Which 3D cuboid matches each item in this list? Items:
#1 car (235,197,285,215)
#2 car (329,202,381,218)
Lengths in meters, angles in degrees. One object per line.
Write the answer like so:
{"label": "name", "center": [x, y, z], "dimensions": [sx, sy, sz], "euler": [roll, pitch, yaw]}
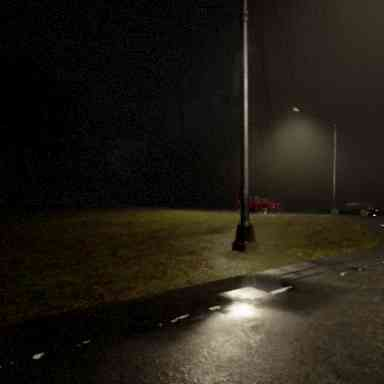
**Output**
{"label": "car", "center": [6.087, 1.218, 30.207], "dimensions": [1.882, 1.535, 5.008], "euler": [3, -2, -35]}
{"label": "car", "center": [14.674, 1.578, 30.122], "dimensions": [1.994, 1.385, 4.181], "euler": [3, -2, -35]}
